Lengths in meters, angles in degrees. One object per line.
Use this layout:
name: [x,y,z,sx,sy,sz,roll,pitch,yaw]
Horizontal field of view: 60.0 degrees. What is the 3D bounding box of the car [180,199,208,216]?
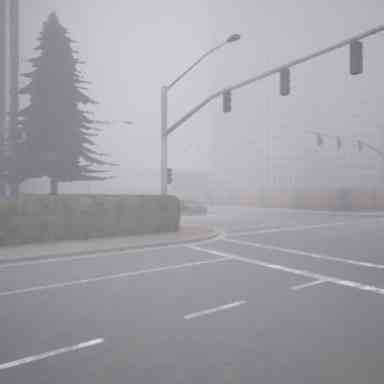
car: [-0.387,1.467,32.778,1.837,1.490,4.892,0,0,-35]
